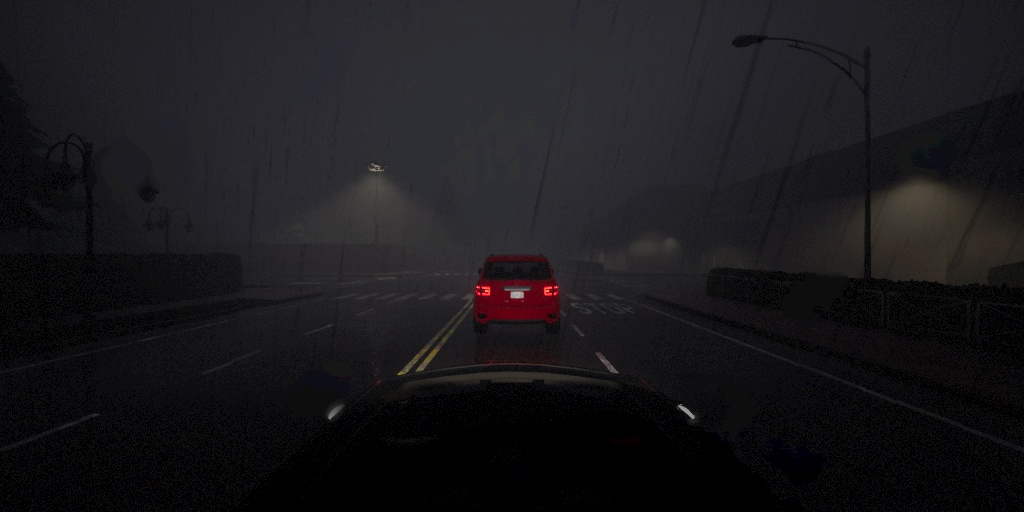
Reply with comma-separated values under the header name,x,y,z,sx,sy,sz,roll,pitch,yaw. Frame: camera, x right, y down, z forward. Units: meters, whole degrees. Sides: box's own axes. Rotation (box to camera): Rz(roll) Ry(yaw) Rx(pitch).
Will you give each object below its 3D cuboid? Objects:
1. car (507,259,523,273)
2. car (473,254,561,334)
name,x,y,z,sx,sy,sz,roll,pitch,yaw
car,0.367,1.228,45.637,1.882,1.535,5.008,0,0,1
car,0.124,0.971,10.785,2.150,2.045,5.566,0,0,0
